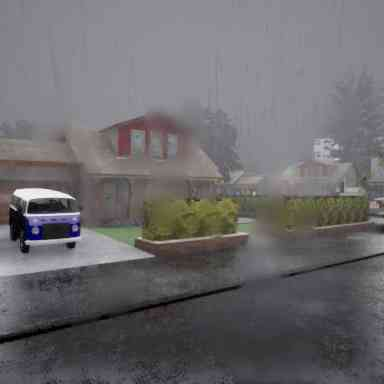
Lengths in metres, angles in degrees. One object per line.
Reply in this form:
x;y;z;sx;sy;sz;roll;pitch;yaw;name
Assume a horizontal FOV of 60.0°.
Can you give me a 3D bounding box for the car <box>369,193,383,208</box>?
23.733;0.985;40.840;3.866;1.878;1.905;0;0;-1;car
